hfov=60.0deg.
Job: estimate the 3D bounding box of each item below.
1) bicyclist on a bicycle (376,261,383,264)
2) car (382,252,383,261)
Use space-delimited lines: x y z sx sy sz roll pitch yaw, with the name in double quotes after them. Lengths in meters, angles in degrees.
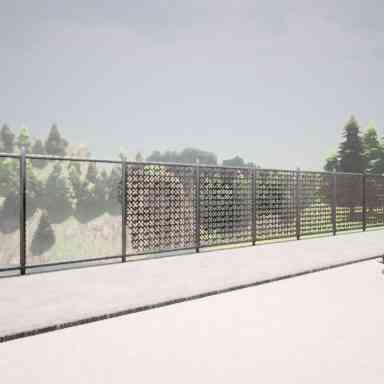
5.173 1.742 7.822 1.656 0.582 1.620 5 -14 40 "bicyclist on a bicycle"
7.466 1.526 9.722 4.674 1.442 1.812 0 0 -34 "car"
